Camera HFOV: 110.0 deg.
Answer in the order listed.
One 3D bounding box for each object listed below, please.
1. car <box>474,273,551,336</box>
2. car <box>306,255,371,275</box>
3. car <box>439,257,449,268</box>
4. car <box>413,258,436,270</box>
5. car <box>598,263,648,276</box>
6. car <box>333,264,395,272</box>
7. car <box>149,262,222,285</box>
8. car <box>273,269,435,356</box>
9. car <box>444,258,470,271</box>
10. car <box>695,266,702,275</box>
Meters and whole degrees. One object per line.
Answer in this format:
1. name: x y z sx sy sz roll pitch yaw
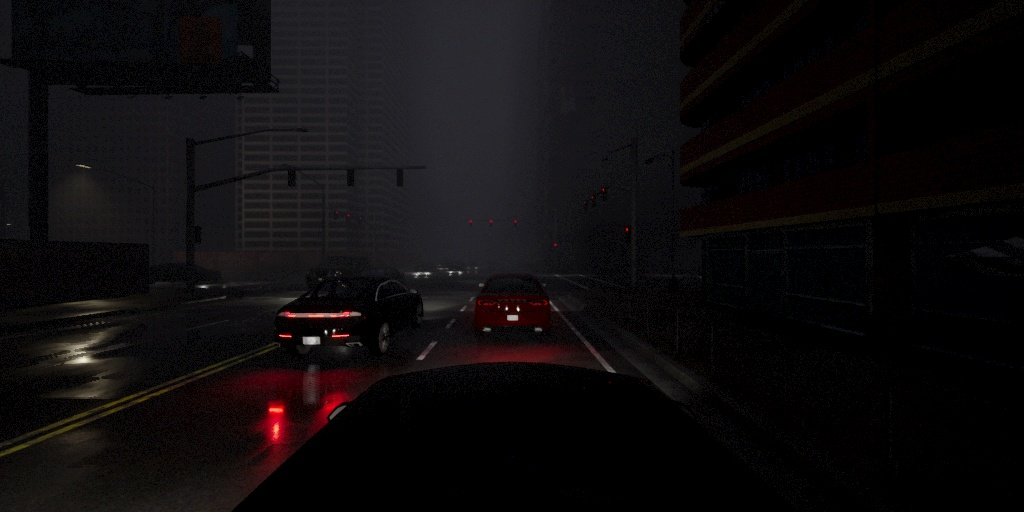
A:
1. car: 0.011 1.228 10.481 1.882 1.535 5.008 0 0 0
2. car: -10.756 0.971 22.855 2.150 2.045 5.566 0 0 0
3. car: -11.016 1.102 60.786 2.097 1.767 4.553 0 0 0
4. car: -11.075 1.314 45.603 1.994 1.385 4.181 0 0 3
5. car: 11.322 1.351 36.790 4.718 1.301 1.895 0 0 2
6. car: -7.230 1.297 19.384 2.033 1.411 5.357 0 0 0
7. car: -23.942 1.228 25.988 5.008 1.535 1.882 0 0 0
8. car: -3.477 1.242 8.592 2.128 1.511 4.902 0 0 -1
9. car: -7.450 1.297 48.865 2.033 1.411 5.357 0 0 0
10. car: 21.448 1.228 36.741 5.008 1.535 1.882 0 0 0
